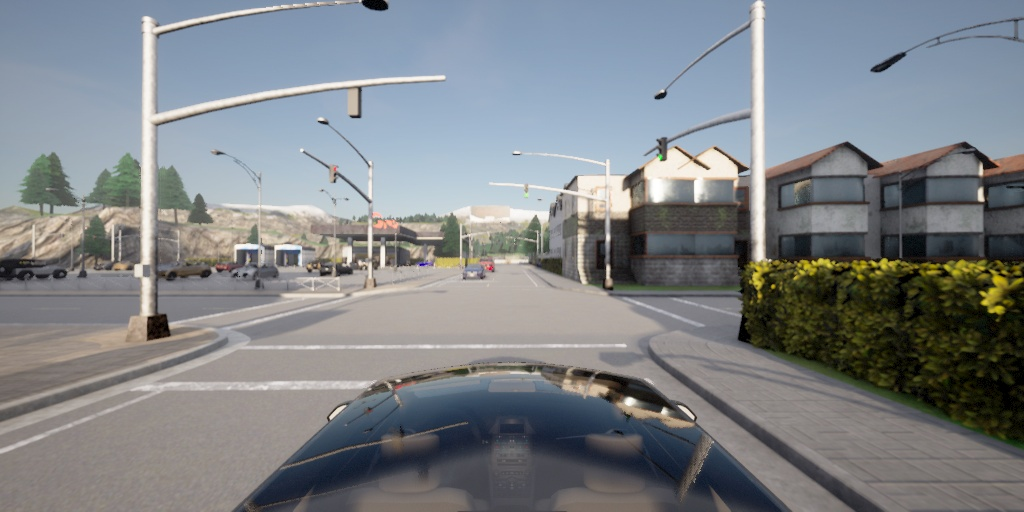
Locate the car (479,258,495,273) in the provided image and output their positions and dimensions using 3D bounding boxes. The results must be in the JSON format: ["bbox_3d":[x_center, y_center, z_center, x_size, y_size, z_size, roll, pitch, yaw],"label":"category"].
[{"bbox_3d":[-3.521,1.238,49.042,2.150,2.045,5.566,0,-1,0],"label":"car"}]

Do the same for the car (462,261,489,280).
[{"bbox_3d":[-3.556,1.458,34.280,1.812,1.442,4.674,0,0,0],"label":"car"}]
